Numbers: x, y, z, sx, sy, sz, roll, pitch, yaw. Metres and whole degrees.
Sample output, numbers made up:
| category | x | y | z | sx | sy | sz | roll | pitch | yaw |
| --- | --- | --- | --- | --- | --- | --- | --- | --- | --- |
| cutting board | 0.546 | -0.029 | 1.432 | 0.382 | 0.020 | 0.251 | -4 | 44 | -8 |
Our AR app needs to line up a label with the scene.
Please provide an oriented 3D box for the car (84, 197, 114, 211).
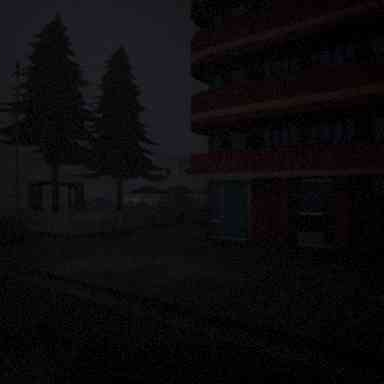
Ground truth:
| category | x | y | z | sx | sy | sz | roll | pitch | yaw |
| --- | --- | --- | --- | --- | --- | --- | --- | --- | --- |
| car | -11.507 | 1.365 | 39.257 | 1.837 | 1.490 | 4.892 | 0 | 0 | 37 |

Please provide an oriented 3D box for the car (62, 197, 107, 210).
| category | x | y | z | sx | sy | sz | roll | pitch | yaw |
| --- | --- | --- | --- | --- | --- | --- | --- | --- | --- |
| car | -13.597 | 1.399 | 42.383 | 2.033 | 1.411 | 5.357 | 0 | 0 | 36 |

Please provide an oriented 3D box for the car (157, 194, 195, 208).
| category | x | y | z | sx | sy | sz | roll | pitch | yaw |
| --- | --- | --- | --- | --- | --- | --- | --- | --- | --- |
| car | -1.769 | 1.098 | 40.378 | 2.150 | 2.045 | 5.566 | 0 | 0 | 39 |
